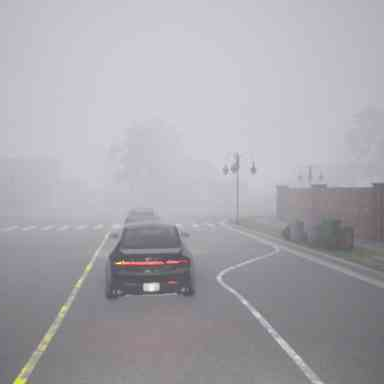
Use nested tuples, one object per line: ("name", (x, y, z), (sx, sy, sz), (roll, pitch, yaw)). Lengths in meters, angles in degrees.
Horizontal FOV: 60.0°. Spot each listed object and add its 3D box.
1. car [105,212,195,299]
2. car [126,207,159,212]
("car", (-1.066, 1.496, 8.501), (1.837, 1.490, 4.892), (0, 0, -8))
("car", (-2.838, 1.548, 19.098), (1.994, 1.385, 4.181), (0, 0, -10))
